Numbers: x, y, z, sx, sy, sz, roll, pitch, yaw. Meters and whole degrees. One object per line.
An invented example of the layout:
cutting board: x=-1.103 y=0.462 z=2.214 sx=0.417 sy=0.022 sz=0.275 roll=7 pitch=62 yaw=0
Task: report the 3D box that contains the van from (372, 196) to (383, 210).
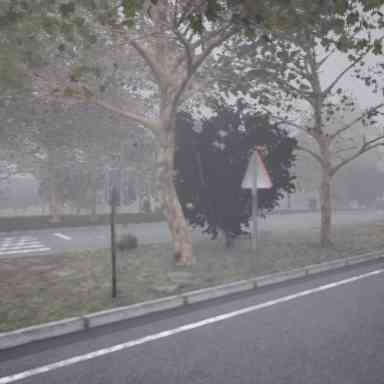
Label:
van: x=29.313 y=1.664 z=49.513 sx=1.878 sy=1.987 sz=4.442 roll=2 pitch=-1 yaw=-36
